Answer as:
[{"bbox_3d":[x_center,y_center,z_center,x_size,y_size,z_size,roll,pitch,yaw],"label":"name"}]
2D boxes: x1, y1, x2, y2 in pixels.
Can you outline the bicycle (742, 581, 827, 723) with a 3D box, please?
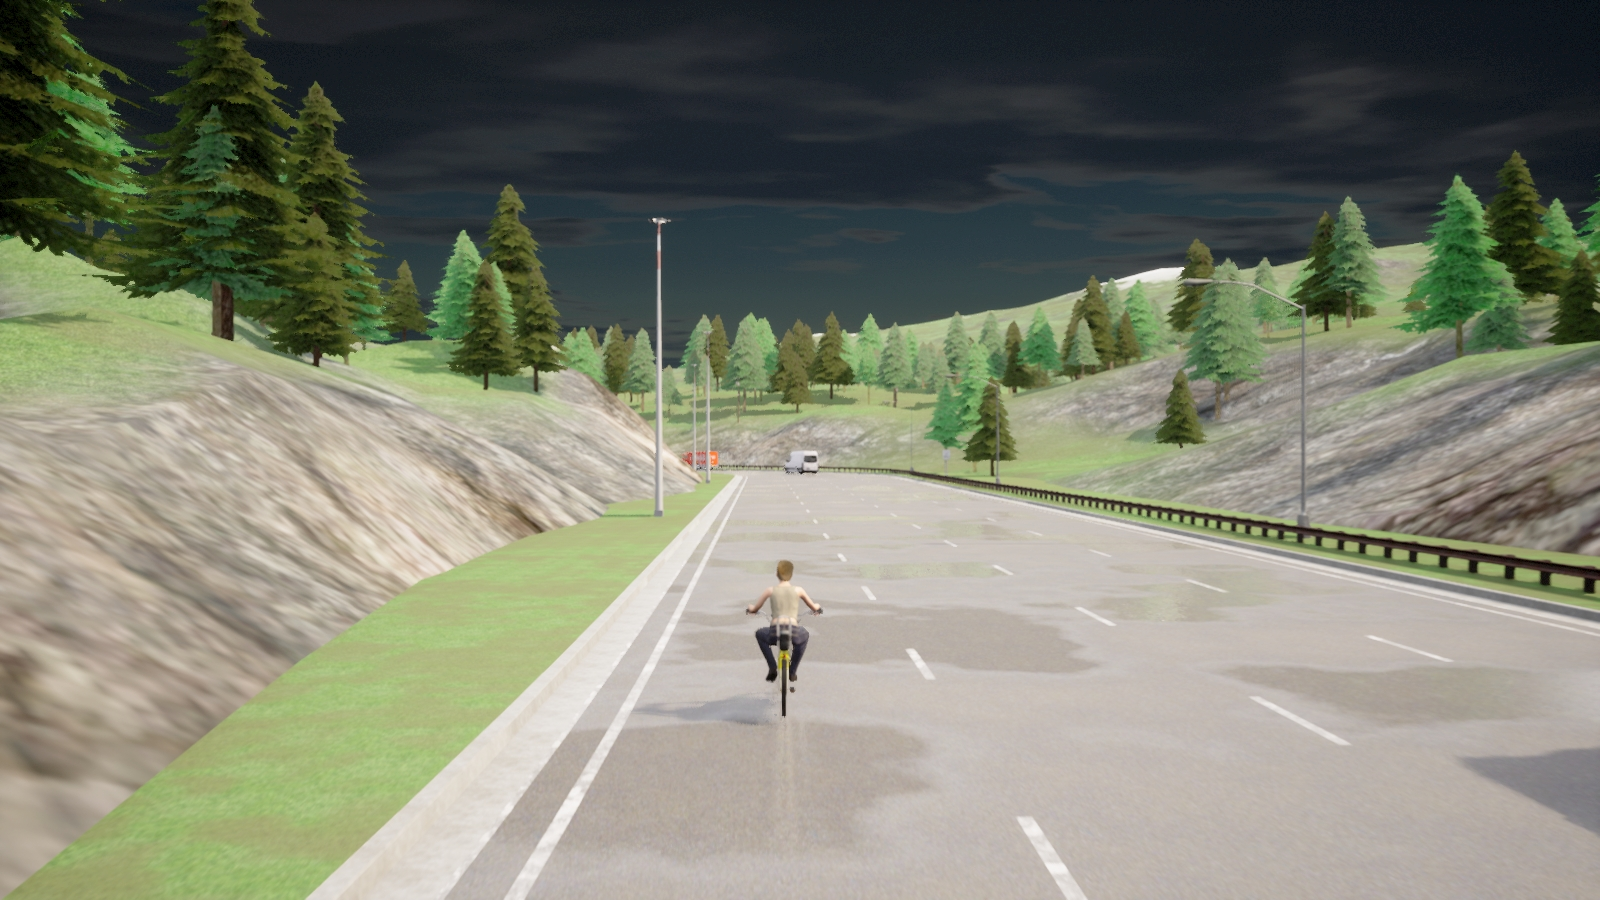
[{"bbox_3d":[-0.170,2.144,12.374,0.859,1.276,1.487,0,0,-1],"label":"bicycle"}]
